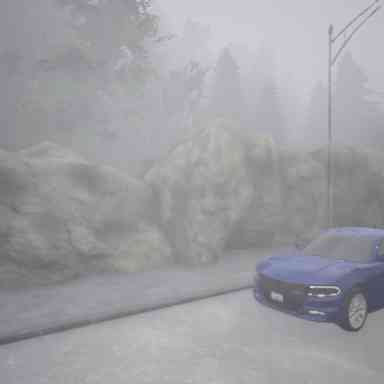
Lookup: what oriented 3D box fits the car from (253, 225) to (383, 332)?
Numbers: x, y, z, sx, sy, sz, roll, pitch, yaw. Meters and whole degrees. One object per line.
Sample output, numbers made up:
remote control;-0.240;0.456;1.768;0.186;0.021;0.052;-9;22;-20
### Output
car;3.471;1.519;7.079;5.008;1.535;1.882;1;0;-35
